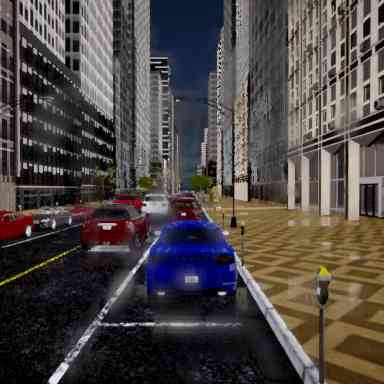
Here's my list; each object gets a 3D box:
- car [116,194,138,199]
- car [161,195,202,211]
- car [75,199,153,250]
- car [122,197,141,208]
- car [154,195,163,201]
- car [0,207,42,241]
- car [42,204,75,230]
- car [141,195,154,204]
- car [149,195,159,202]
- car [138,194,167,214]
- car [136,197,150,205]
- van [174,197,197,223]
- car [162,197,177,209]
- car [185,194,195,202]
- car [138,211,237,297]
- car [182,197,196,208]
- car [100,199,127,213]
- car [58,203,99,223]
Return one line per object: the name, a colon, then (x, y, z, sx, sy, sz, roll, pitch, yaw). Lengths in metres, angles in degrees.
car: (-6.240, 1.216, 32.086, 2.150, 2.045, 5.566, 0, 0, 0)
car: (-0.465, 1.311, 20.672, 2.192, 1.841, 5.009, -1, 0, 0)
car: (-3.146, 1.349, 14.429, 2.097, 1.767, 4.553, 0, 0, 0)
car: (-8.843, 1.541, 49.090, 2.008, 1.369, 4.403, -1, 0, 0)
car: (-8.844, 1.545, 88.876, 1.947, 1.339, 4.313, -1, 0, 0)
car: (-8.843, 1.542, 14.989, 1.887, 1.381, 4.507, -1, 0, 0)
car: (-8.844, 1.547, 20.672, 2.008, 1.369, 4.403, -1, 0, 0)
car: (-8.845, 1.426, 66.141, 1.967, 1.590, 4.097, -1, 0, 0)
car: (-8.844, 1.509, 77.339, 1.752, 1.417, 4.829, -1, 0, 0)
car: (-3.051, 1.216, 29.480, 2.150, 2.045, 5.566, 0, 0, 0)
car: (-8.843, 1.570, 60.458, 1.802, 1.307, 4.206, -1, 0, 0)
van: (-0.465, 1.336, 26.356, 1.690, 1.788, 3.998, -1, 0, 0)
car: (-3.050, 1.517, 46.637, 1.812, 1.442, 4.674, 0, 0, 0)
car: (-0.465, 1.298, 77.509, 2.192, 1.841, 5.009, -1, 0, 0)
car: (-0.006, 1.476, 8.652, 1.882, 1.535, 5.008, 0, 0, 0)
car: (-0.463, 1.541, 49.090, 2.008, 1.369, 4.403, -1, 0, 0)
car: (-8.844, 1.544, 37.723, 2.008, 1.369, 4.403, -1, 0, 0)
car: (-8.843, 1.577, 26.356, 1.802, 1.307, 4.206, -1, 0, 0)
